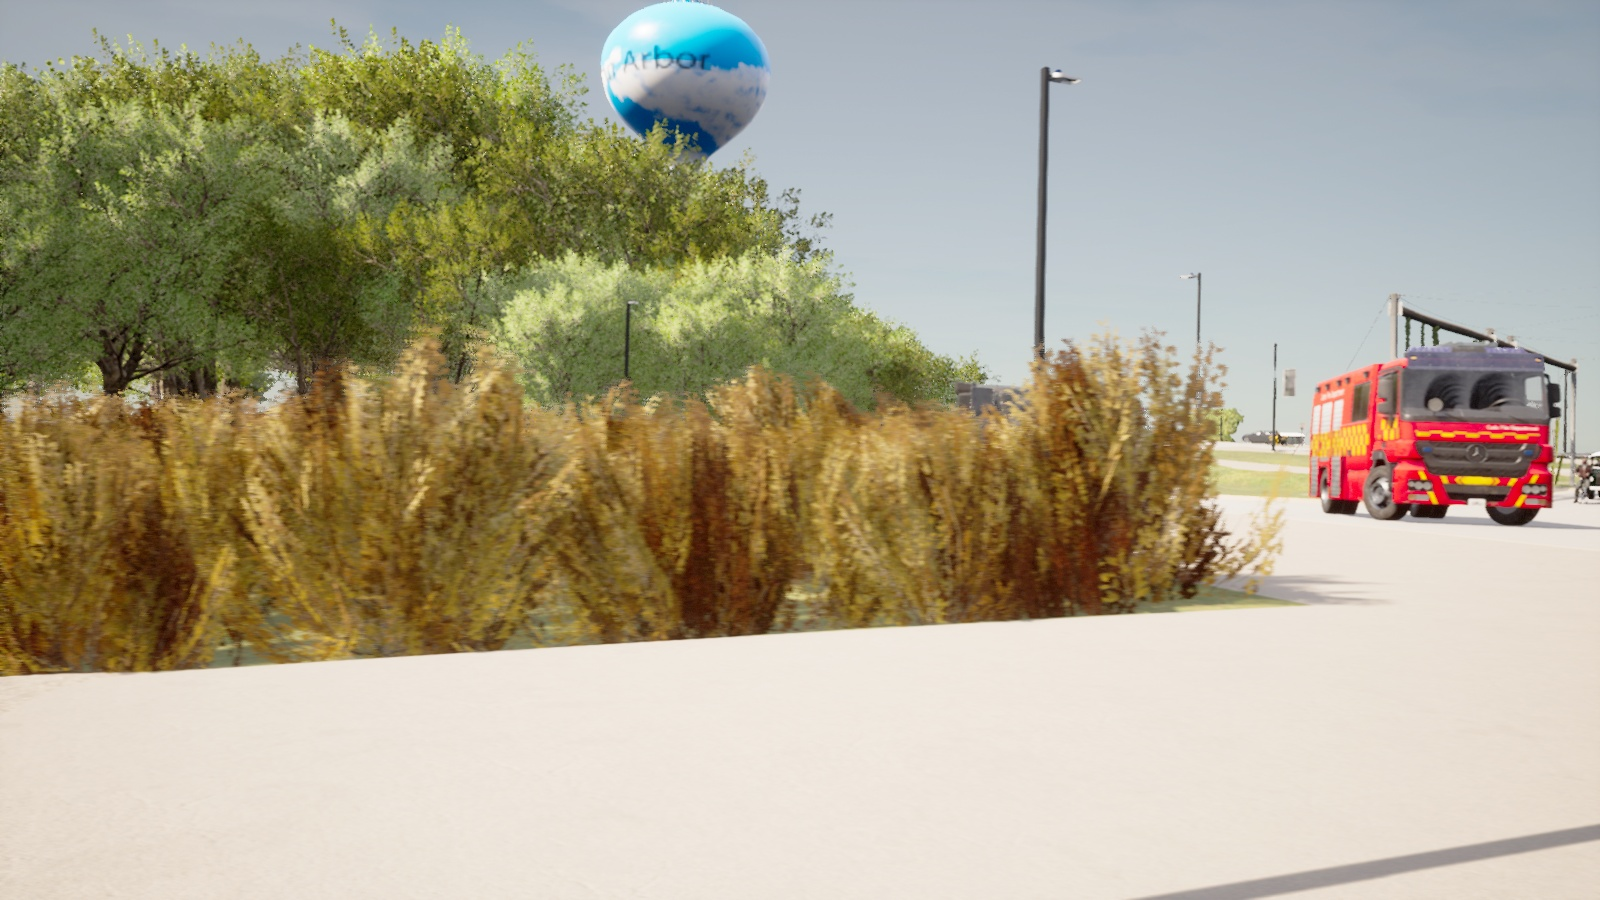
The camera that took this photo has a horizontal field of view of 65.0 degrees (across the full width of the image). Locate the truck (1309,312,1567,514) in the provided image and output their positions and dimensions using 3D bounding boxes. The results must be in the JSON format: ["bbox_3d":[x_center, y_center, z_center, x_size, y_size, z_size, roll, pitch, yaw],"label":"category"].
[{"bbox_3d":[13.895,-0.637,28.237,2.891,3.827,8.468,1,-1,11],"label":"truck"}]

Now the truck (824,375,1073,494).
[{"bbox_3d":[4.569,-0.411,40.269,2.891,3.462,7.936,1,-1,-42],"label":"truck"}]

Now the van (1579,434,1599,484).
[{"bbox_3d":[34.369,0.321,52.764,2.069,2.038,4.480,-1,0,41],"label":"van"}]
